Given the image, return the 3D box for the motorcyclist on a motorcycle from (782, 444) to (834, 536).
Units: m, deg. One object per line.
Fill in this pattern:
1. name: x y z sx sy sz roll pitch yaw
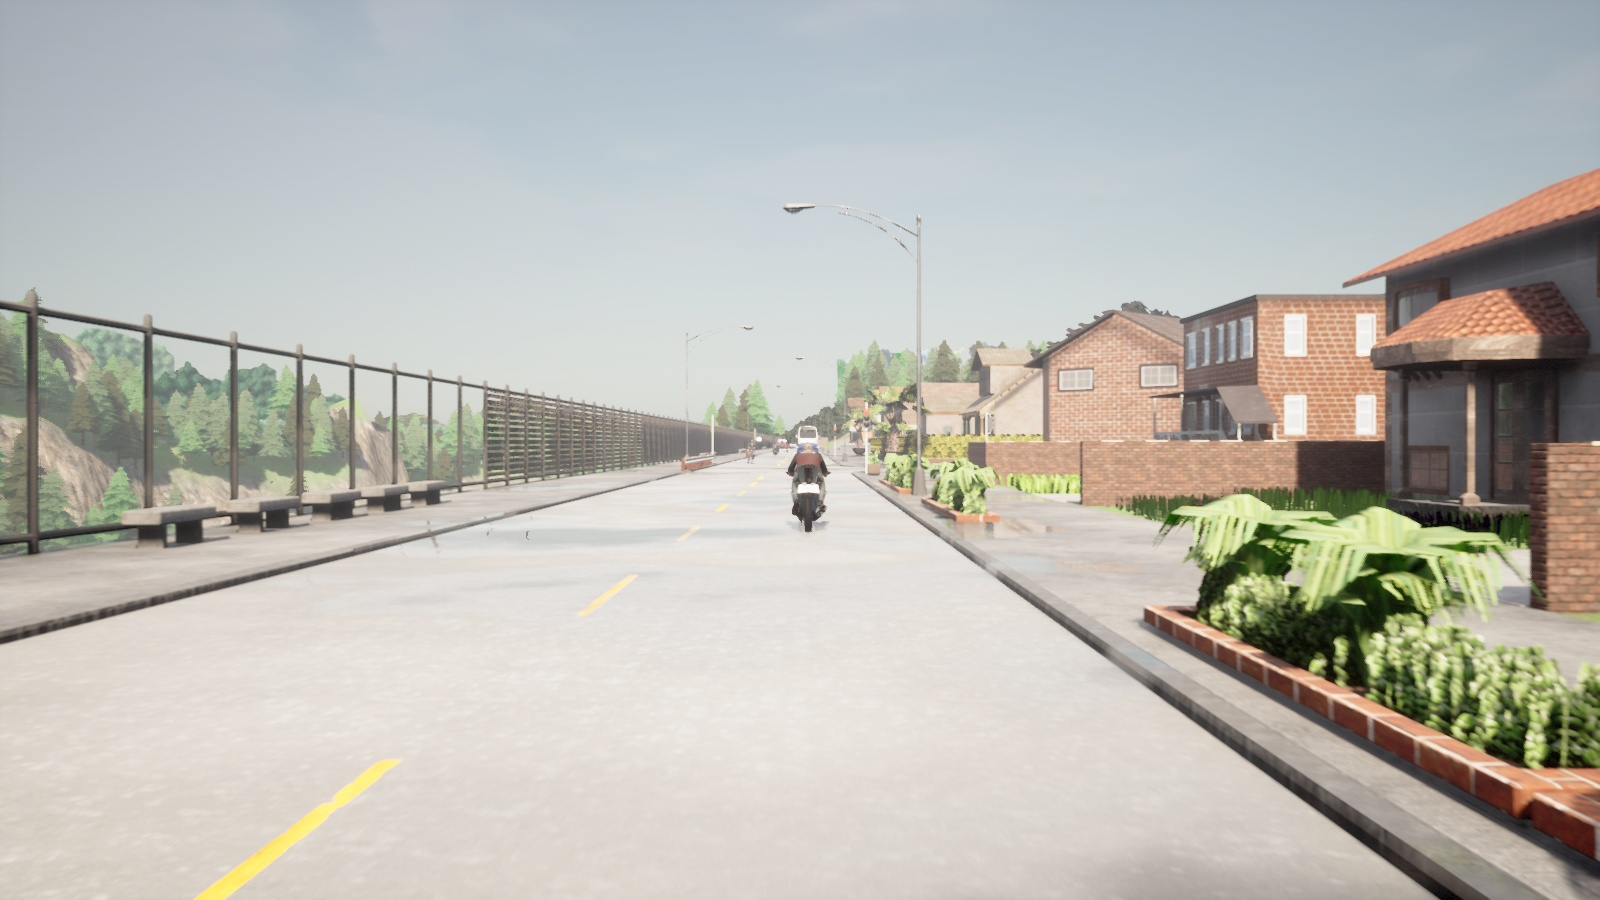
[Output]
1. motorcyclist on a motorcycle: 0.144 0.658 21.981 0.866 1.530 2.191 0 0 0
